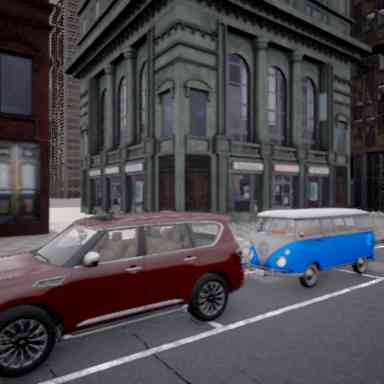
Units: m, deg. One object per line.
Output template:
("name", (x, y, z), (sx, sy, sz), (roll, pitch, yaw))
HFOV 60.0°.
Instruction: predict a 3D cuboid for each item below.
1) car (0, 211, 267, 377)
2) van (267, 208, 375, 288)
("car", (-1.297, 1.318, 5.726), (5.009, 1.841, 2.192), (0, 0, -35))
("van", (3.292, 1.352, 8.998), (3.998, 1.788, 1.690), (0, 0, -35))
